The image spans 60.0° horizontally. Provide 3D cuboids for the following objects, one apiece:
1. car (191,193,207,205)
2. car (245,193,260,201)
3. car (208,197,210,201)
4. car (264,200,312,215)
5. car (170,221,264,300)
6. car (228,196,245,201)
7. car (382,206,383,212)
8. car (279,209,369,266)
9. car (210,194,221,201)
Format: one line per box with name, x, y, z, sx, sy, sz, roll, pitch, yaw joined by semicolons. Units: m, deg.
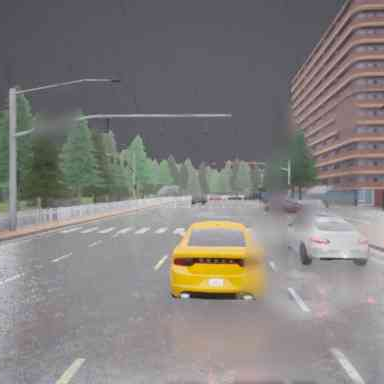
car;1.158;1.215;59.437;2.150;2.045;5.566;0;0;5
car;15.130;1.490;86.809;1.837;1.490;4.892;0;0;34
car;2.133;1.347;70.241;2.097;1.767;4.553;0;0;5
car;9.413;1.566;32.740;4.674;1.442;1.812;0;1;28
car;0.651;1.477;8.462;1.882;1.535;5.008;0;0;5
car;11.330;1.585;87.358;1.895;1.301;4.718;0;0;34
car;22.429;1.556;34.501;4.892;1.490;1.837;0;0;5
car;4.428;1.524;11.497;1.812;1.442;4.674;0;0;5
car;5.753;1.345;84.342;2.097;1.767;4.553;0;0;24
